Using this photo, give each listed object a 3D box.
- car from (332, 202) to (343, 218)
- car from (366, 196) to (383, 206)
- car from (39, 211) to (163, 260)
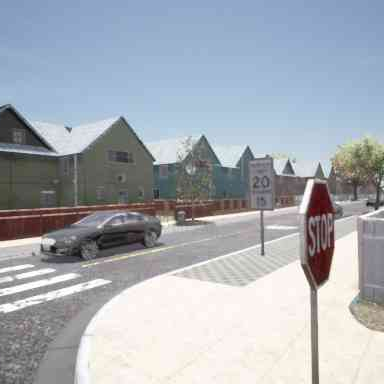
[{"bbox_3d":[10.138,1.349,25.463,1.994,1.385,4.181,-2,-1,37],"label":"car"},{"bbox_3d":[25.305,1.205,45.695,1.994,1.385,4.181,-2,-1,37],"label":"car"},{"bbox_3d":[-3.194,1.497,12.596,2.128,1.511,4.902,-2,-1,37],"label":"car"}]
